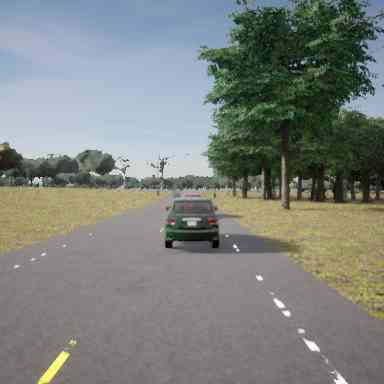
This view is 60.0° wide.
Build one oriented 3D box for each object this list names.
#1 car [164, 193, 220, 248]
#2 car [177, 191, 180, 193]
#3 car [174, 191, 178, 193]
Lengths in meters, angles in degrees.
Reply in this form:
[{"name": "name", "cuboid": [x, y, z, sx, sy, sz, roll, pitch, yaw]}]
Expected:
[{"name": "car", "cuboid": [0.001, 1.221, 14.679, 2.150, 2.045, 5.566, 0, 0, 0]}, {"name": "car", "cuboid": [0.001, 1.134, 29.680, 2.150, 2.045, 5.566, 0, 0, 0]}, {"name": "car", "cuboid": [-3.499, 0.640, 75.956, 1.837, 1.490, 4.892, 0, 1, 0]}]
